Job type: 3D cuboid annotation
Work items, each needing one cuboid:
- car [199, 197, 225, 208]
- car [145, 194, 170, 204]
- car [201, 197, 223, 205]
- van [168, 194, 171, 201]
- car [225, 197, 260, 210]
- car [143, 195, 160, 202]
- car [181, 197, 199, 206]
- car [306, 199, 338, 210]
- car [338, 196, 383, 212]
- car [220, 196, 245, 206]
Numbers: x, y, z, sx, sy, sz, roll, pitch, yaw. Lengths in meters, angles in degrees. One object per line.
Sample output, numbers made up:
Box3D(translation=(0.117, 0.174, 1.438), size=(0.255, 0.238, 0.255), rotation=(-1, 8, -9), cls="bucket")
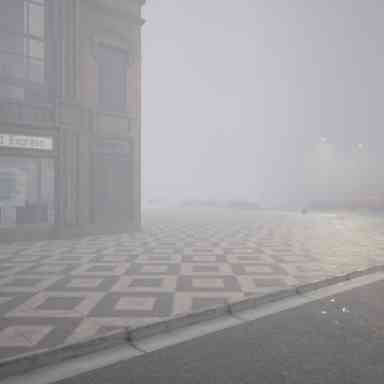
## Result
Box3D(translation=(3.433, 1.618, 47.589), size=(1.802, 1.307, 4.206), rotation=(0, 0, -36), cls="car")
Box3D(translation=(-6.563, 1.574, 61.238), size=(2.008, 1.369, 4.403), rotation=(0, 0, -36), cls="car")
Box3D(translation=(3.661, 1.618, 61.708), size=(1.802, 1.307, 4.206), rotation=(0, 0, -36), cls="car")
Box3D(translation=(-6.335, 1.357, 75.358), size=(1.690, 1.788, 3.998), rotation=(0, 0, -36), cls="van")
Box3D(translation=(6.766, 1.584, 43.039), size=(1.887, 1.381, 4.507), rotation=(0, 0, -36), cls="car")
Box3D(translation=(-9.769, 1.528, 80.047), size=(1.752, 1.417, 4.829), rotation=(0, 0, -36), cls="car")
Box3D(translation=(0.101, 1.473, 52.139), size=(1.967, 1.590, 4.097), rotation=(0, 0, -36), cls="car")
Box3D(translation=(16.991, 1.616, 43.507), size=(1.947, 1.339, 4.313), rotation=(0, 0, -36), cls="car")
Box3D(translation=(20.324, 1.368, 38.957), size=(2.192, 1.841, 5.009), rotation=(0, 0, -36), cls="car")
Box3D(translation=(6.994, 1.480, 57.157), size=(1.967, 1.590, 4.097), rotation=(0, 0, -36), cls="car")
